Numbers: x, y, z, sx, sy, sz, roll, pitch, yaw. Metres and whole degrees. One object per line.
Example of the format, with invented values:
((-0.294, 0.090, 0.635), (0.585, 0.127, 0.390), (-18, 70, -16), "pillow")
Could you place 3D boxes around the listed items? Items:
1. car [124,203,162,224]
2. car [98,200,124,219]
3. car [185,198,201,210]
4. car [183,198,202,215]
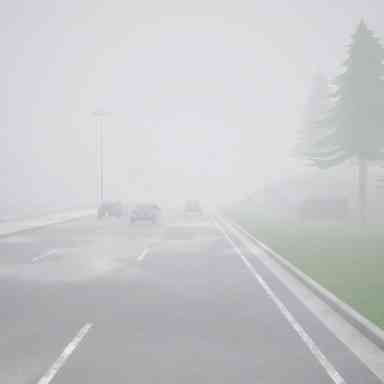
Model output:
((-3.399, 1.547, 24.970), (2.033, 1.411, 5.357), (0, 0, 0), "car")
((-6.898, 1.507, 29.348), (1.837, 1.490, 4.892), (0, 1, 0), "car")
((0.140, 1.547, 44.515), (2.033, 1.411, 5.357), (0, 0, 1), "car")
((0.097, 1.547, 34.439), (2.033, 1.411, 5.357), (0, 0, 0), "car")
